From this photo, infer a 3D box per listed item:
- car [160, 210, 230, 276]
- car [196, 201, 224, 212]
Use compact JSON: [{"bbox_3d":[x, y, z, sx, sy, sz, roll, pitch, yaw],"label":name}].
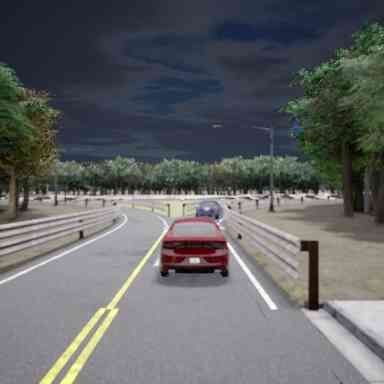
[{"bbox_3d":[0.077,1.564,10.721,1.882,1.535,5.008,0,0,0],"label":"car"},{"bbox_3d":[1.748,1.592,31.379,2.097,1.767,4.553,0,0,12],"label":"car"}]
